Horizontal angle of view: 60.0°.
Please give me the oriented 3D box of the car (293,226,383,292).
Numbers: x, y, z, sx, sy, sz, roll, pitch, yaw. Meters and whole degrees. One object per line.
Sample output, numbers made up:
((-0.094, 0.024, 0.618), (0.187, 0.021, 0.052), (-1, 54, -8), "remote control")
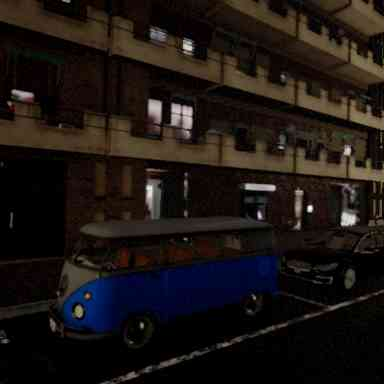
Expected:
((4.281, 1.657, 9.144), (4.403, 1.369, 2.008), (1, 0, -36), "car")

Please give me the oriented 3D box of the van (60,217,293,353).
((-0.243, 1.377, 5.908), (3.998, 1.788, 1.690), (1, 1, -36), "van")

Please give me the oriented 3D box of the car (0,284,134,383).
((-3.020, 1.525, 0.911), (5.357, 1.411, 2.033), (1, 0, -35), "car")
